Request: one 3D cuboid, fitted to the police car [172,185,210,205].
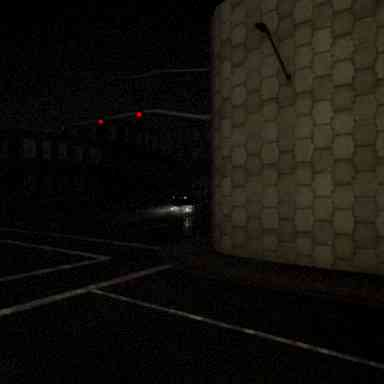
[{"bbox_3d":[-0.017,0.180,32.034,2.038,1.542,4.974,0,8,35],"label":"police car"}]
